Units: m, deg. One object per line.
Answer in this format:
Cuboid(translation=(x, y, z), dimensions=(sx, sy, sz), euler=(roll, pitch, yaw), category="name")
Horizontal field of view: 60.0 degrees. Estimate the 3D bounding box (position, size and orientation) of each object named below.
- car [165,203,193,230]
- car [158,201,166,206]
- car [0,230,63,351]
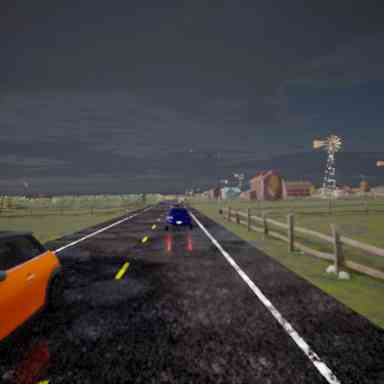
Cuboid(translation=(-0.947, 1.806, 23.659), dimensions=(1.812, 1.442, 4.674), euler=(-1, 0, -3), category="car")
Cuboid(translation=(-7.421, 2.788, 82.721), dimensions=(1.895, 1.301, 4.718), euler=(-1, -1, -3), category="car")
Cuboid(translation=(-3.636, 1.489, 4.936), dimensions=(2.097, 1.767, 4.553), euler=(-1, -1, -3), category="car")
